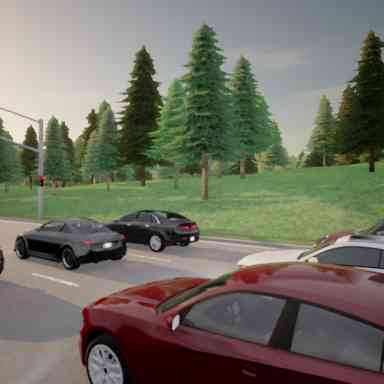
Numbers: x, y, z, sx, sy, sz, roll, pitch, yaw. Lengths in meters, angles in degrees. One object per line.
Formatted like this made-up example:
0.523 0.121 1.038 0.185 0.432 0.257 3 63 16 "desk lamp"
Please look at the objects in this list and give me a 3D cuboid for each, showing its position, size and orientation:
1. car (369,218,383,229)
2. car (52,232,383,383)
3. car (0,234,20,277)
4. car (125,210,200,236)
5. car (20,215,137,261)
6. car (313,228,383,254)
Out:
5.524 1.352 8.647 4.553 1.767 2.097 0 0 36 "car"
0.922 1.477 3.332 5.008 1.535 1.882 0 0 36 "car"
-6.595 1.520 8.590 4.674 1.442 1.812 0 0 36 "car"
-1.951 1.500 13.865 4.892 1.490 1.837 0 0 36 "car"
-4.129 1.559 11.118 4.181 1.385 1.994 0 0 36 "car"
3.047 1.525 6.114 4.674 1.442 1.812 0 0 35 "car"
